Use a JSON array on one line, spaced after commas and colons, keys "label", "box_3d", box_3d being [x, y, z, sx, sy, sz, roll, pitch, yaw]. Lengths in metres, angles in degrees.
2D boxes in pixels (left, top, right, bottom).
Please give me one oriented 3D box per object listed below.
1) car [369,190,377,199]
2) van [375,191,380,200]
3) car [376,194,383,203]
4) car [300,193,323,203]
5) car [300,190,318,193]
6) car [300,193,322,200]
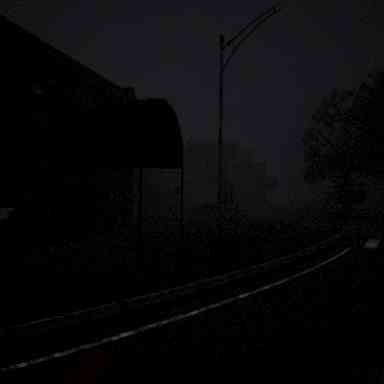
[{"label": "car", "box_3d": [47.292, 1.146, 81.082, 5.566, 2.045, 2.435, 0, 4, -1]}, {"label": "van", "box_3d": [46.449, 1.349, 78.267, 4.442, 1.987, 1.878, 0, 3, -1]}, {"label": "car", "box_3d": [45.338, 1.753, 75.454, 5.008, 1.535, 2.097, 0, 3, -1]}, {"label": "car", "box_3d": [28.666, 1.733, 79.005, 4.674, 1.452, 2.002, -2, 3, -3]}, {"label": "car", "box_3d": [30.447, 1.217, 84.617, 4.553, 1.767, 2.185, -2, 3, -3]}, {"label": "car", "box_3d": [31.269, 1.198, 87.435, 4.792, 1.488, 2.163, -2, 3, -2]}]
